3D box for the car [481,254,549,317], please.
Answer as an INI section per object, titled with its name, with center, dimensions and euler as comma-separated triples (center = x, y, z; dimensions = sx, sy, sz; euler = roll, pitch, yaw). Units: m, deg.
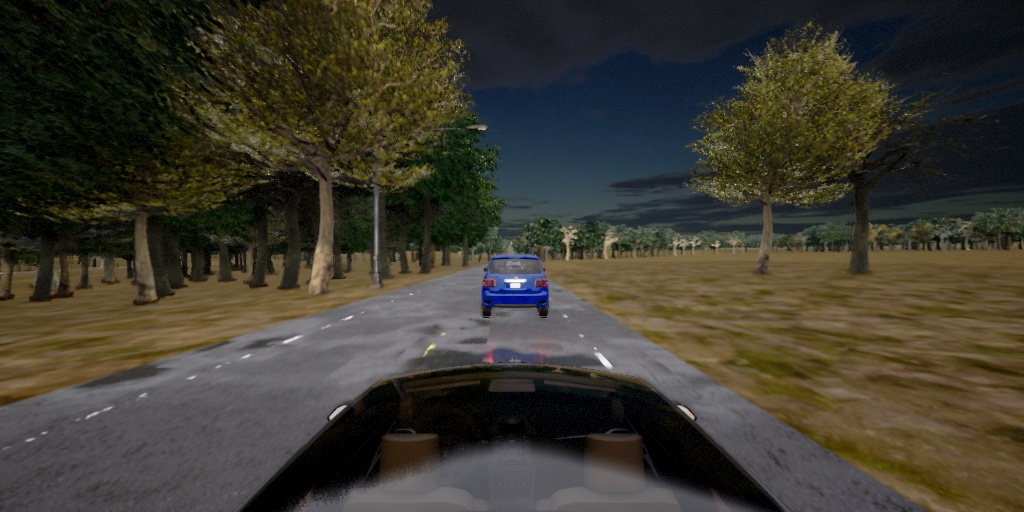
[car]
center = 0.100, 0.966, 13.275
dimensions = 2.150, 2.045, 5.566
euler = 0, 0, 0
